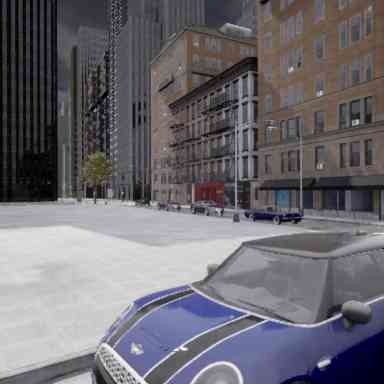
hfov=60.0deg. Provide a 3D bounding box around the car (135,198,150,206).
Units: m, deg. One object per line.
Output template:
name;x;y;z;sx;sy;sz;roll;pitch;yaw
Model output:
car;-9.240;1.815;61.931;1.837;1.490;4.892;0;0;-27

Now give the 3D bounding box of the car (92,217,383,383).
car;1.214;1.352;3.937;4.553;1.767;2.097;0;0;-35

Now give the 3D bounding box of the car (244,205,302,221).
car;6.006;1.686;24.944;1.895;1.301;4.718;0;0;-26

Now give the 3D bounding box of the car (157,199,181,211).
car;-3.055;1.689;43.332;2.128;1.511;4.902;0;0;-26

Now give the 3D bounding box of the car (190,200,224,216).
car;1.493;1.630;34.087;2.128;1.511;4.902;0;0;-26
